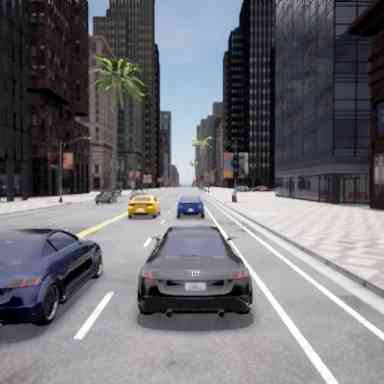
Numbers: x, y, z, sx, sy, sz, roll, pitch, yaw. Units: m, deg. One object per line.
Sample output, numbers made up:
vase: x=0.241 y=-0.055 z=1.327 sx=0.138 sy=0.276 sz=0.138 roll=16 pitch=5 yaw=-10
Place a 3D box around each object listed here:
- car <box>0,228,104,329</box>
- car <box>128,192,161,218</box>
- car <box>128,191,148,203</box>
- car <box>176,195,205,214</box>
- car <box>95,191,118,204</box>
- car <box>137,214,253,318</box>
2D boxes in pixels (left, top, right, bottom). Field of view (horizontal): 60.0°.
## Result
car: x=-3.210 y=1.418 z=6.770 sx=1.994 sy=1.385 sz=4.181 roll=0 pitch=1 yaw=0
car: x=-3.361 y=0.970 z=23.994 sx=1.882 sy=1.535 sz=5.008 roll=0 pitch=1 yaw=0
car: x=-6.967 y=0.648 z=43.572 sx=1.994 sy=1.385 sz=4.181 roll=0 pitch=1 yaw=0
car: x=-0.109 y=0.970 z=24.020 sx=1.882 sy=1.535 sz=5.008 roll=0 pitch=1 yaw=-1
car: x=-10.192 y=0.667 z=39.806 sx=1.837 sy=1.490 sz=4.892 roll=0 pitch=1 yaw=0
car: x=0.036 y=1.409 z=7.222 sx=1.994 sy=1.385 sz=4.181 roll=0 pitch=1 yaw=0
